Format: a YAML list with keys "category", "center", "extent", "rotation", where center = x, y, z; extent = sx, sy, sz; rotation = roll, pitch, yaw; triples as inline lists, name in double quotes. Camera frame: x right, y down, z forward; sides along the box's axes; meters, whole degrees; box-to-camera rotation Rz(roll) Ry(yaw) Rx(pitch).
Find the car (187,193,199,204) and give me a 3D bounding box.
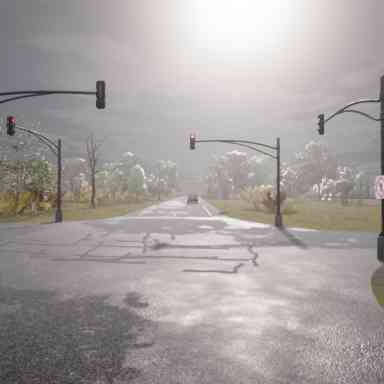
- category: "car"
  center: [0.176, 1.292, 67.639]
  extent: [2.150, 2.045, 5.566]
  rotation: [0, 0, 0]
